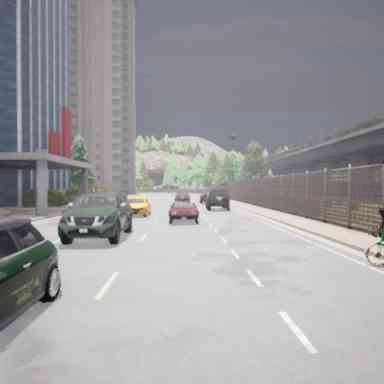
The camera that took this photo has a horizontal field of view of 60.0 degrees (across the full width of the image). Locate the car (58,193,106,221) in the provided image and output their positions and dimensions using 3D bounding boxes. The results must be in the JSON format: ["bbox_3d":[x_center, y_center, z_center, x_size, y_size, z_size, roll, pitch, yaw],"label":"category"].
[{"bbox_3d":[-7.815,1.025,24.199,2.097,1.767,4.553,0,1,-2],"label":"car"}]

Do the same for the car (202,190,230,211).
[{"bbox_3d":[2.520,0.758,33.816,2.150,2.045,5.566,0,1,-1],"label":"car"}]

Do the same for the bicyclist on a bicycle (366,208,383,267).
[{"bbox_3d":[5.616,1.231,9.327,1.656,1.620,0.582,-9,1,-2],"label":"bicyclist on a bicycle"}]

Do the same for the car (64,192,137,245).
[{"bbox_3d":[-4.024,1.020,14.827,2.150,2.045,5.566,0,1,-2],"label":"car"}]

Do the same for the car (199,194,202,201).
[{"bbox_3d":[2.070,0.823,47.700,1.882,1.535,5.008,0,0,-1],"label":"car"}]

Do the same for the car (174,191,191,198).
[{"bbox_3d":[-1.250,0.754,43.823,2.097,1.767,4.553,0,1,-2],"label":"car"}]

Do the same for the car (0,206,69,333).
[{"bbox_3d":[-3.708,1.285,4.943,2.097,1.767,4.553,0,1,-2],"label":"car"}]

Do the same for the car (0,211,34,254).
[{"bbox_3d":[-7.414,1.449,11.333,1.895,1.301,4.718,0,1,-2],"label":"car"}]

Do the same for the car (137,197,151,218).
[{"bbox_3d":[-4.381,1.118,26.431,1.882,1.535,5.008,0,1,-2],"label":"car"}]

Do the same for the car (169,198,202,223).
[{"bbox_3d":[-0.573,1.290,22.665,1.895,1.301,4.718,0,1,-2],"label":"car"}]
